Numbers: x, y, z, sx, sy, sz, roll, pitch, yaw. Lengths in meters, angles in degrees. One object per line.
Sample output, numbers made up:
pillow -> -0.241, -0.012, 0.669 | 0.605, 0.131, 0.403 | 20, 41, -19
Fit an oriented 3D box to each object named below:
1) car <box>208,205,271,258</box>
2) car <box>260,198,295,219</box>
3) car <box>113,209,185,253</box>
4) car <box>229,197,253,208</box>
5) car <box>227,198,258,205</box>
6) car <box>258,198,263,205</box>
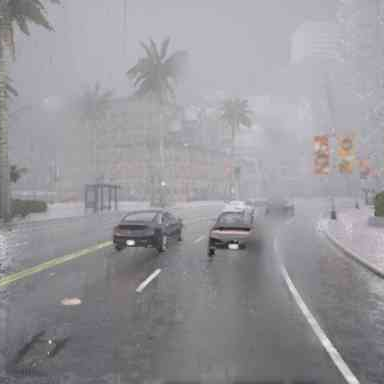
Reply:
car -> 1.776, 1.485, 12.780 | 2.128, 1.511, 4.902 | 0, 0, 11
car -> 7.784, 1.511, 29.286 | 1.837, 1.490, 4.892 | 0, 0, 27
car -> -1.606, 1.477, 13.691 | 1.837, 1.490, 4.892 | 0, 0, 11
car -> 7.351, 1.542, 49.491 | 1.994, 1.385, 4.181 | 0, 0, 32
car -> 4.224, 1.511, 29.972 | 1.812, 1.442, 4.674 | 0, 0, 27
car -> 10.237, 1.522, 47.514 | 1.812, 1.442, 4.674 | 0, 0, 32
